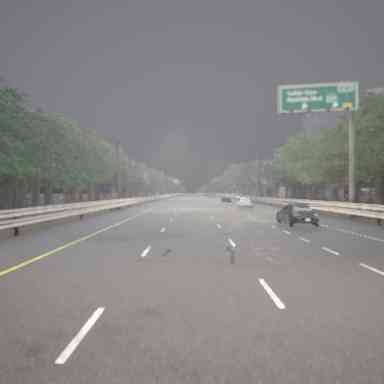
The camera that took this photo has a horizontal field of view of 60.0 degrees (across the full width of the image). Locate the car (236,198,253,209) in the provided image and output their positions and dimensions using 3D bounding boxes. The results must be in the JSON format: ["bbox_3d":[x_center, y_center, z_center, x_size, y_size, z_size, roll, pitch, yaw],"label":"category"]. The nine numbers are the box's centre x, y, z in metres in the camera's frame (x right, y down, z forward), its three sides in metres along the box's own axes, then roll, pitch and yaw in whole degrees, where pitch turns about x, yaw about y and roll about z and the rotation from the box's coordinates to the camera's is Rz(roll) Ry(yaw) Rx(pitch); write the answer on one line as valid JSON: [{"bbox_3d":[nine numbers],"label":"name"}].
[{"bbox_3d":[7.080,1.523,45.237,1.812,1.442,4.674,0,0,0],"label":"car"}]

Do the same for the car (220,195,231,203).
[{"bbox_3d":[7.130,1.463,70.476,1.882,1.535,5.008,0,0,0],"label":"car"}]

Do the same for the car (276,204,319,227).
[{"bbox_3d":[7.033,1.529,22.461,1.812,1.442,4.674,0,0,0],"label":"car"}]
